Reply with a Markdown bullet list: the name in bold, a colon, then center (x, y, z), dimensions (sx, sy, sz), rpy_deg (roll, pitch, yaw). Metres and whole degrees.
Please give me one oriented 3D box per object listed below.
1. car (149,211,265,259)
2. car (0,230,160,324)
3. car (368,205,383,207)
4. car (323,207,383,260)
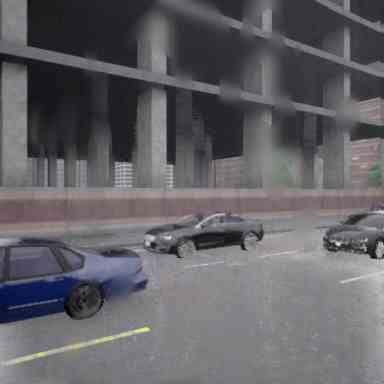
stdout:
- **car**: center (0.571, 1.491, 12.615), dimensions (4.902, 1.511, 2.128), rpy_deg (0, 0, -32)
- **car**: center (-3.463, 1.547, 5.855), dimensions (5.357, 1.411, 2.033), rpy_deg (0, 0, -33)
- **car**: center (10.959, 1.490, 19.212), dimensions (4.902, 1.511, 2.128), rpy_deg (0, 0, -32)
- **car**: center (6.979, 1.505, 12.538), dimensions (4.892, 1.490, 1.837), rpy_deg (0, 0, -32)
